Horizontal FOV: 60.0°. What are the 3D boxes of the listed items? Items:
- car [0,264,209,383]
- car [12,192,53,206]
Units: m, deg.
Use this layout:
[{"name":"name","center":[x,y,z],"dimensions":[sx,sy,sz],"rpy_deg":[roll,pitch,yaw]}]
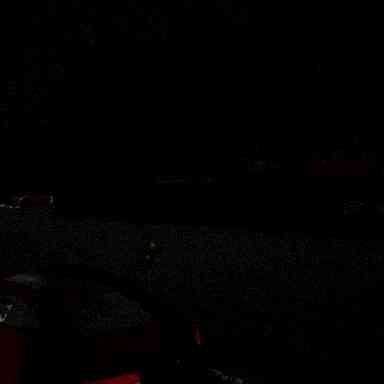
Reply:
[{"name":"car","center":[-1.773,1.581,4.062],"dimensions":[4.206,1.307,1.802],"rpy_deg":[0,1,35]},{"name":"car","center":[-19.796,0.764,41.337],"dimensions":[2.097,1.767,4.553],"rpy_deg":[1,2,35]}]
